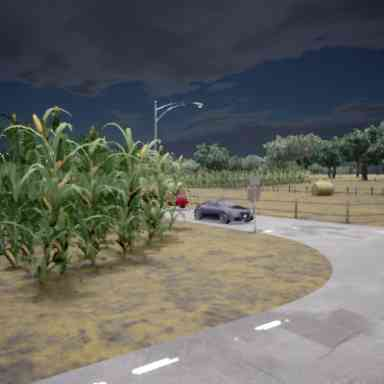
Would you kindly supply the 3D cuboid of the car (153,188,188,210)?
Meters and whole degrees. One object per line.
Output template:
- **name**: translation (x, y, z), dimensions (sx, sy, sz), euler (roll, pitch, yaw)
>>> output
- **car**: translation (-2.637, 0.578, 32.326), dimensions (2.150, 2.045, 5.566), euler (-1, 2, -35)

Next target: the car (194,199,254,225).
- **car**: translation (1.941, 1.181, 20.998), dimensions (1.994, 1.385, 4.181), euler (-1, 2, -35)
